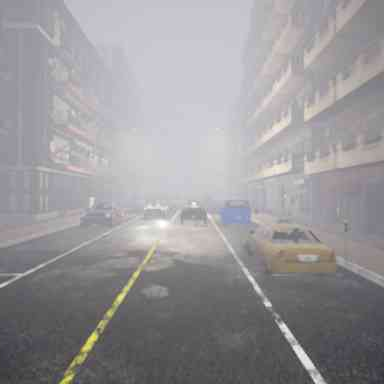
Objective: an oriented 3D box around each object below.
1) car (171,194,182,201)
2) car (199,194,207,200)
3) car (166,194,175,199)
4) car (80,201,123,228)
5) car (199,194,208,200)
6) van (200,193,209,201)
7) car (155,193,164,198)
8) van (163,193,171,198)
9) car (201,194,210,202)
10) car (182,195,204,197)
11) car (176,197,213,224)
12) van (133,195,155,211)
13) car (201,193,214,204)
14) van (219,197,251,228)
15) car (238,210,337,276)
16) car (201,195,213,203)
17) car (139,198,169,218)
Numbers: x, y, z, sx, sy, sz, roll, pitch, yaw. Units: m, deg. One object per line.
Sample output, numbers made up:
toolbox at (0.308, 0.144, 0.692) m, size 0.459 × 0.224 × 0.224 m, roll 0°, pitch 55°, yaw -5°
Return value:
car at (-2.993, 1.186, 70.858) m, size 1.837 × 1.490 × 4.892 m, roll 0°, pitch 0°, yaw 0°
car at (2.677, 1.227, 83.586) m, size 1.802 × 1.307 × 4.206 m, roll 1°, pitch 0°, yaw 0°
car at (-5.759, 1.170, 89.326) m, size 2.008 × 1.369 × 4.403 m, roll 1°, pitch 0°, yaw 0°
car at (-5.674, 1.354, 21.280) m, size 1.967 × 1.590 × 4.097 m, roll 1°, pitch 0°, yaw 0°
car at (2.677, 1.253, 77.915) m, size 1.802 × 1.307 × 4.206 m, roll 1°, pitch 0°, yaw 0°
van at (2.680, 1.037, 72.243) m, size 1.690 × 1.788 × 3.998 m, roll 1°, pitch 0°, yaw 0°
car at (-5.673, 1.339, 49.635) m, size 1.887 × 1.381 × 4.507 m, roll 1°, pitch 0°, yaw 0°
van at (-5.668, 1.062, 66.646) m, size 1.690 × 1.788 × 3.998 m, roll 1°, pitch 0°, yaw 0°
car at (2.677, 1.245, 66.744) m, size 1.752 × 1.417 × 4.829 m, roll 1°, pitch 0°, yaw 0°
car at (0.105, 1.394, 41.315) m, size 1.994 × 1.385 × 4.181 m, roll 0°, pitch 0°, yaw 0°
car at (0.104, 1.395, 23.932) m, size 2.128 × 1.511 × 4.902 m, roll 0°, pitch 0°, yaw 0°
van at (-5.670, 1.184, 38.293) m, size 1.690 × 1.788 × 3.998 m, roll 1°, pitch 0°, yaw 0°
car at (2.676, 1.210, 55.232) m, size 1.967 × 1.590 × 4.097 m, roll 1°, pitch 0°, yaw 0°
van at (2.674, 1.255, 21.210) m, size 1.690 × 1.788 × 3.998 m, roll 1°, pitch 0°, yaw 0°
car at (2.692, 1.485, 10.039) m, size 1.752 × 1.417 × 4.829 m, roll 1°, pitch 0°, yaw 0°
car at (2.675, 1.311, 60.903) m, size 1.947 × 1.339 × 4.313 m, roll 1°, pitch 0°, yaw 0°
car at (-3.096, 1.482, 29.104) m, size 1.895 × 1.301 × 4.718 m, roll 0°, pitch 0°, yaw 0°
